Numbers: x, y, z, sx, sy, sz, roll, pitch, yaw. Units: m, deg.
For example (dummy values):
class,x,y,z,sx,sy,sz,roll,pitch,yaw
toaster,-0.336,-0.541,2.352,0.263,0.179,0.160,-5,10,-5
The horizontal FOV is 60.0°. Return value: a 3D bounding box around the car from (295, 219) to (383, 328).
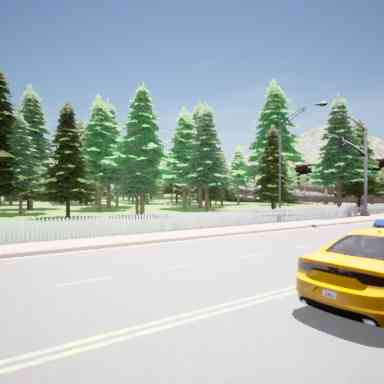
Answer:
class,x,y,z,sx,sy,sz,roll,pitch,yaw
car,4.230,1.484,6.769,5.008,1.535,1.882,0,0,-35
